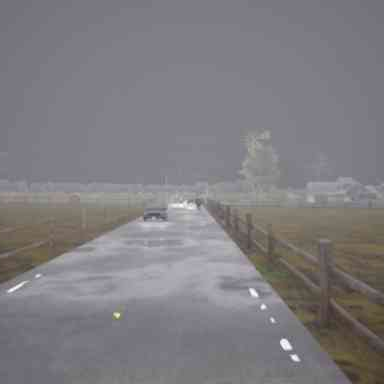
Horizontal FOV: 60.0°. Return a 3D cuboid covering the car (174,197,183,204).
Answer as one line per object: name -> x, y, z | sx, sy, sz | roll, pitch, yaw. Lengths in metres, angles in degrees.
car -> -2.759, 1.756, 68.063 | 2.128, 1.511, 4.902 | 0, 0, 0

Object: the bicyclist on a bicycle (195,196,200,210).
bicyclist on a bicycle -> 0.752, 1.446, 45.024 | 0.659, 1.776, 1.843 | 0, 0, 0

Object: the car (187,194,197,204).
car -> 0.024, 1.758, 69.213 | 1.837, 1.490, 4.892 | 0, -1, 1

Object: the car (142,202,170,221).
car -> -2.853, 1.553, 27.359 | 2.033, 1.411, 5.357 | 0, 0, 0

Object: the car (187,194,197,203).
car -> -0.008, 1.582, 78.583 | 2.150, 2.045, 5.566 | 0, -1, 0

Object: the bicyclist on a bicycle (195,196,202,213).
bicyclist on a bicycle -> 0.753, 1.479, 35.073 | 0.582, 1.620, 1.656 | 0, -1, 0
